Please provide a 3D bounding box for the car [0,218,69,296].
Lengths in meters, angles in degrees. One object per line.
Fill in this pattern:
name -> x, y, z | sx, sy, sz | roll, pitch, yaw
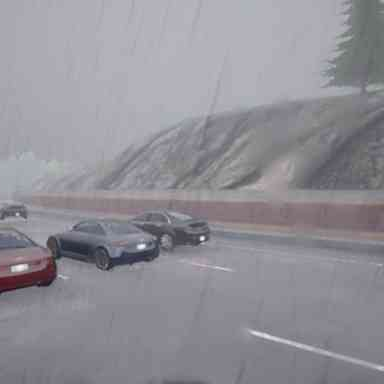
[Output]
car -> -5.147, 1.552, 8.213 | 4.181, 1.385, 1.994 | 0, 0, 39

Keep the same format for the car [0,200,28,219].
car -> -15.141, 1.469, 27.569 | 1.837, 1.490, 4.892 | 0, 0, -42

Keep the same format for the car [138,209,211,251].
car -> -1.466, 1.511, 14.239 | 4.892, 1.490, 1.837 | 0, 0, 40

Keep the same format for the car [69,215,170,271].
car -> -3.032, 1.562, 11.001 | 4.181, 1.385, 1.994 | 0, 0, 39
